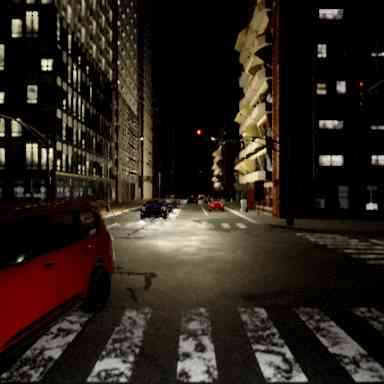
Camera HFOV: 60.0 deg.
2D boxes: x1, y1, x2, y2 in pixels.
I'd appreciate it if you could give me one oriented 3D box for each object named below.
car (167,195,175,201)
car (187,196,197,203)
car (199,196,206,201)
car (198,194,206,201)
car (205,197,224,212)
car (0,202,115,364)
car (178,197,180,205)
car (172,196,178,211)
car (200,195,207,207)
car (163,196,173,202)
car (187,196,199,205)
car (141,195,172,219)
[{"bbox_3d":[-5.736,1.581,90.306,1.887,1.381,4.507,0,0,0],"label":"car"},{"bbox_3d":[-0.034,1.572,70.862,1.994,1.385,4.181,0,0,0],"label":"car"},{"bbox_3d":[2.647,1.613,84.661,1.802,1.307,4.206,0,0,0],"label":"car"},{"bbox_3d":[2.644,1.476,90.310,1.967,1.590,4.097,0,0,0],"label":"car"},{"bbox_3d":[2.723,1.585,37.853,1.802,1.307,4.206,0,0,0],"label":"car"},{"bbox_3d":[-2.987,1.221,4.886,2.150,2.045,5.566,-1,0,9],"label":"car"},{"bbox_3d":[-3.098,1.608,47.073,1.895,1.301,4.718,0,0,0],"label":"car"},{"bbox_3d":[-3.114,1.494,37.815,2.128,1.511,4.902,0,0,0],"label":"car"},{"bbox_3d":[2.665,1.559,50.770,2.008,1.369,4.403,0,0,0],"label":"car"},{"bbox_3d":[-5.730,1.577,79.008,2.008,1.369,4.403,0,0,0],"label":"car"},{"bbox_3d":[0.072,1.577,60.820,1.994,1.385,4.181,0,0,0],"label":"car"},{"bbox_3d":[-3.109,1.352,28.767,2.097,1.767,4.553,0,0,0],"label":"car"}]
